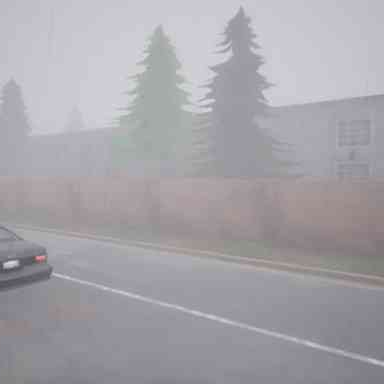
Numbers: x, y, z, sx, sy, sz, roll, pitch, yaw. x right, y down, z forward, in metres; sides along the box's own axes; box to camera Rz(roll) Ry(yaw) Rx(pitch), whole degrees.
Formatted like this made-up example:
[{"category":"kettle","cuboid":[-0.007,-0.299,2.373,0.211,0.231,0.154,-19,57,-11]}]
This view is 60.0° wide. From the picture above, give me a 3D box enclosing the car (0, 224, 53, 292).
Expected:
[{"category":"car","cuboid":[-5.407,1.324,7.574,5.357,1.411,2.033,2,1,34]}]
